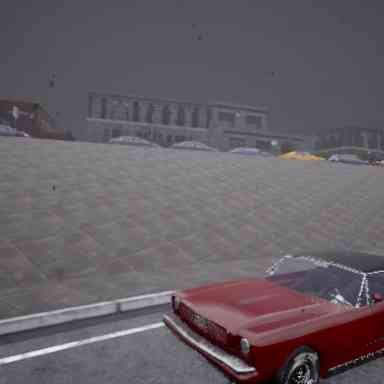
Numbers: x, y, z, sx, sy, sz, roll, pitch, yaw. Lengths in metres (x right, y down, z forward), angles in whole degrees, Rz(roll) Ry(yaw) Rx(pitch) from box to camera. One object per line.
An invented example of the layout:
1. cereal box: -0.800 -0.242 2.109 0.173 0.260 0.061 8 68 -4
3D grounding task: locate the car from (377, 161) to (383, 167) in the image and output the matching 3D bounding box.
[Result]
1. car: 21.963 -2.623 36.584 4.792 1.488 2.163 3 -2 -16

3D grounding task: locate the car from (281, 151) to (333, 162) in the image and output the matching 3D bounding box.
1. car: 11.121 -3.288 33.651 5.008 1.535 2.097 3 -2 -13

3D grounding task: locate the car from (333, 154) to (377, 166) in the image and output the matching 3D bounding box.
1. car: 16.468 -3.102 35.031 4.553 1.767 2.185 3 -2 -14

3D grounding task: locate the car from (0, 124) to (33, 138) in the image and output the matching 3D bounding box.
1. car: -15.831 -4.850 28.137 4.553 1.767 2.185 3 -1 -11

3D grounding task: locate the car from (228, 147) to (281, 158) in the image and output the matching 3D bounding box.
1. car: 5.726 -3.560 32.383 4.674 1.452 2.002 3 -2 -12

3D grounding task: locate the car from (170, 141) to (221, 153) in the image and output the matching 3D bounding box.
1. car: 0.309 -3.903 31.232 4.892 1.521 2.231 3 -1 -11

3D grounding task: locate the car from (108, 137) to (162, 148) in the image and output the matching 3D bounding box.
1. car: -5.103 -4.187 30.188 4.892 1.521 2.231 3 -1 -11

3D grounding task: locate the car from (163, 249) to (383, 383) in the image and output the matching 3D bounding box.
1. car: 2.006 1.621 4.972 4.718 1.301 1.895 1 0 -30
